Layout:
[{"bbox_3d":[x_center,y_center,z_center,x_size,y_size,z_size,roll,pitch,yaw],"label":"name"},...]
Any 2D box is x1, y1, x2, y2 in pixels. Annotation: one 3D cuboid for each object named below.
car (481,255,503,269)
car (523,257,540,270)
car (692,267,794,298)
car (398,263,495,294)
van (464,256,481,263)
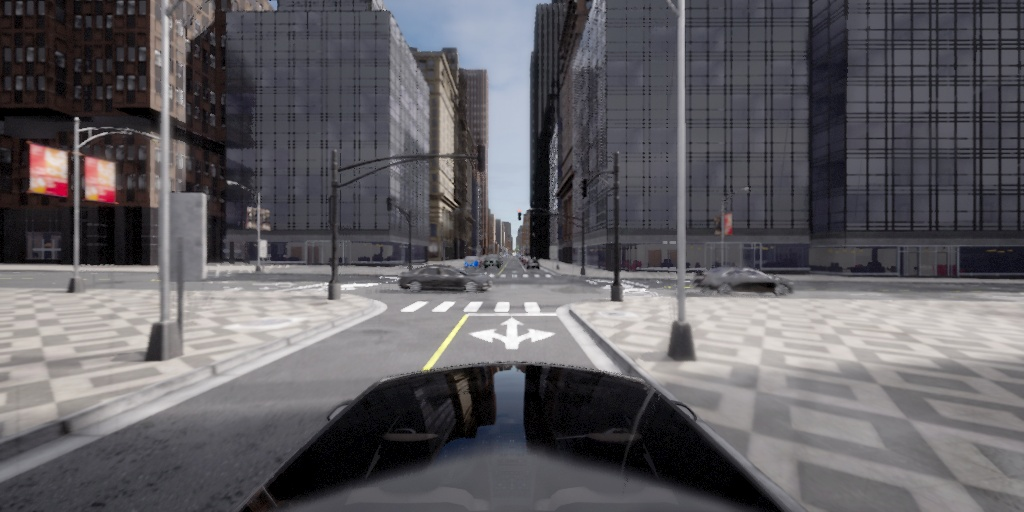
[{"bbox_3d":[-2.829,0.801,51.712,2.150,2.045,5.566,0,0,1],"label":"car"},{"bbox_3d":[2.889,1.152,49.743,1.948,1.339,4.313,0,0,0],"label":"car"},{"bbox_3d":[12.260,1.367,19.145,4.902,1.511,2.128,1,0,0],"label":"car"},{"bbox_3d":[-3.556,1.281,19.240,4.892,1.490,1.837,1,0,0],"label":"car"},{"bbox_3d":[-5.637,0.927,49.798,1.690,1.789,3.998,0,0,0],"label":"van"}]
